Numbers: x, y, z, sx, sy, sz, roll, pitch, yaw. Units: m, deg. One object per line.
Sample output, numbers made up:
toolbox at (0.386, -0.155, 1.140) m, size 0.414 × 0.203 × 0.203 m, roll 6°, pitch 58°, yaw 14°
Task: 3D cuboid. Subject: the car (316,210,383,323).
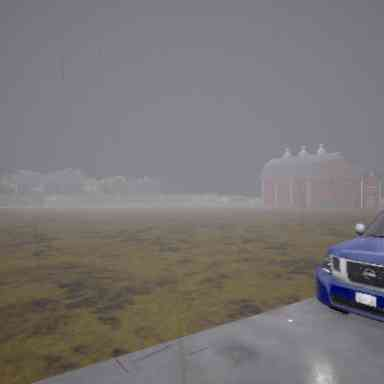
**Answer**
car at (4.810, 1.231, 6.507) m, size 5.566 × 2.045 × 2.150 m, roll 0°, pitch 0°, yaw -36°
